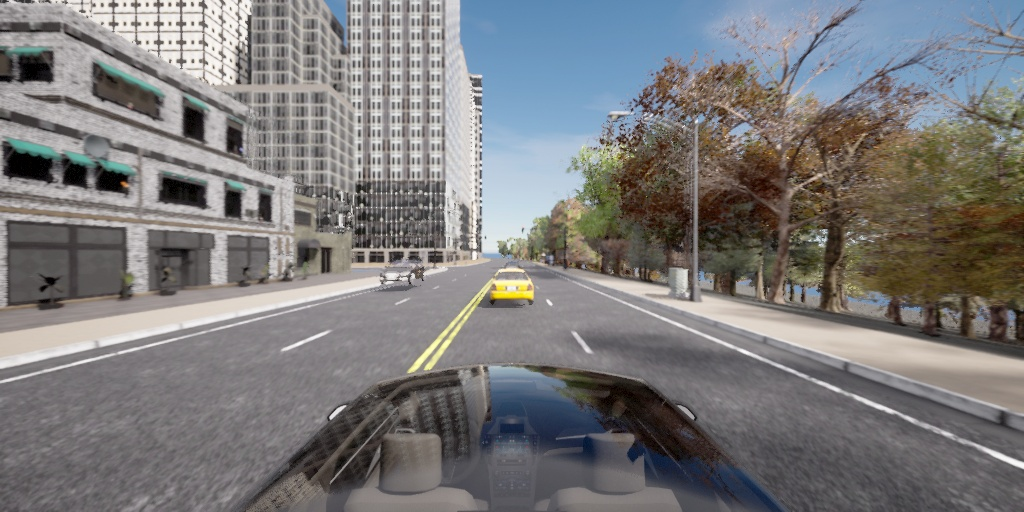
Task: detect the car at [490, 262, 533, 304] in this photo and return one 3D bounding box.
[{"bbox_3d":[-0.006,1.233,16.512,1.801,1.575,5.366,0,0,0],"label":"car"}]

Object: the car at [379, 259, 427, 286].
[{"bbox_3d":[-6.504,0.921,21.816,2.128,1.511,4.902,0,0,0],"label":"car"}]
